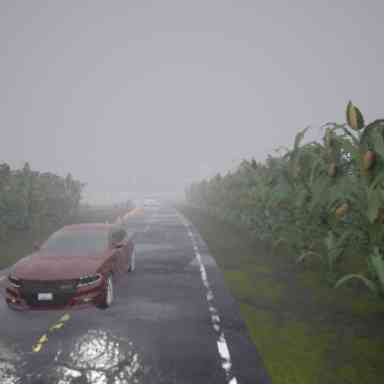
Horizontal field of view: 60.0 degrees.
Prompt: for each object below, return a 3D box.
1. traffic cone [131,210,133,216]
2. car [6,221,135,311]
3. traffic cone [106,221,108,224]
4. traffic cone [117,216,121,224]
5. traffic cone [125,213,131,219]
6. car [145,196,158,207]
[{"bbox_3d":[-6.568,2.281,36.054,0.340,0.580,0.340,0,0,-5],"label":"traffic cone"},{"bbox_3d":[-2.612,1.557,8.244,1.882,1.535,5.008,0,-1,-2],"label":"car"},{"bbox_3d":[-5.429,2.153,21.183,0.340,0.580,0.340,0,0,-3],"label":"traffic cone"},{"bbox_3d":[-5.751,2.196,26.144,0.340,0.580,0.340,0,0,-4],"label":"traffic cone"},{"bbox_3d":[-6.131,2.238,31.101,0.340,0.580,0.340,0,0,-5],"label":"traffic cone"},{"bbox_3d":[-7.869,1.791,63.964,2.150,2.045,5.566,0,0,-10],"label":"car"}]
